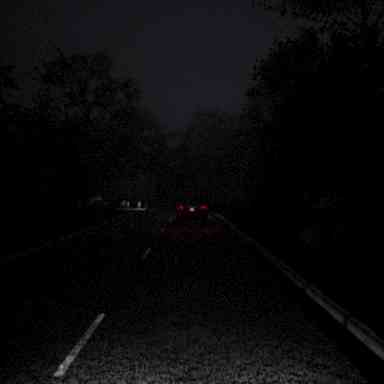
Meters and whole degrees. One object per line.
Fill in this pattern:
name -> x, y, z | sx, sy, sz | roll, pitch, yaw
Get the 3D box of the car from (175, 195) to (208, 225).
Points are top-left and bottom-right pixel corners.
car -> -0.020, 1.226, 24.255 | 2.150, 2.045, 5.566 | 0, 0, -1

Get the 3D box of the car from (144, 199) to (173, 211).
car -> -4.245, 1.581, 41.623 | 2.128, 1.511, 4.902 | 3, -3, -38

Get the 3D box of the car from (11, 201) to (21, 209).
car -> -23.677, 1.764, 43.608 | 4.718, 1.301, 1.895 | -1, -3, 1
